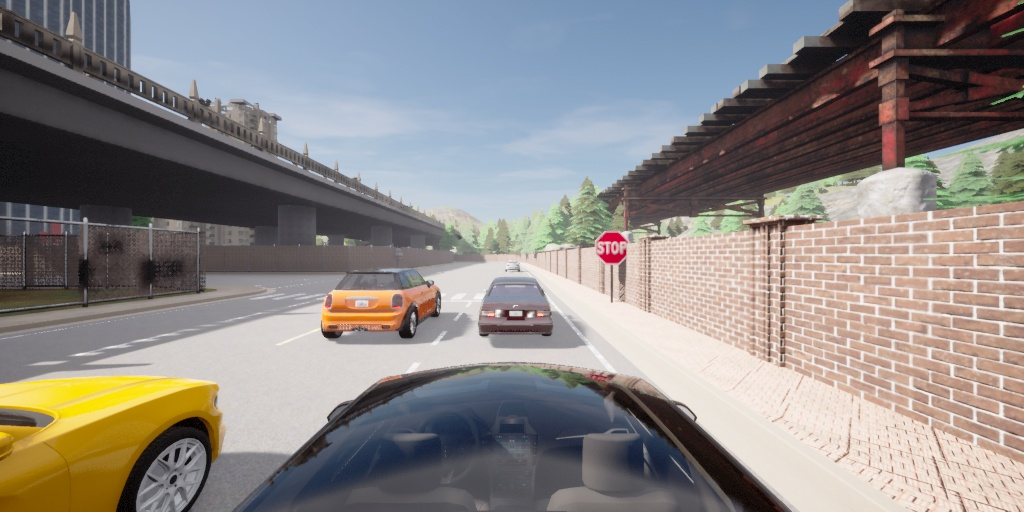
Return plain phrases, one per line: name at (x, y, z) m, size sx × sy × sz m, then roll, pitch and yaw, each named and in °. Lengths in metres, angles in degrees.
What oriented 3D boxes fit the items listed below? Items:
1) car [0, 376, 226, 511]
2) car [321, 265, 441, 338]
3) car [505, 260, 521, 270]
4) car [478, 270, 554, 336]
car at (-3.396, 1.228, 1.025) m, size 1.882 × 1.535 × 5.008 m, roll 0°, pitch 0°, yaw 0°
car at (-3.419, 1.102, 10.283) m, size 2.097 × 1.767 × 4.553 m, roll 0°, pitch 0°, yaw 0°
car at (0.083, 1.276, 46.187) m, size 1.812 × 1.442 × 4.674 m, roll 0°, pitch 0°, yaw -1°
car at (0.082, 1.297, 10.304) m, size 2.033 × 1.411 × 5.357 m, roll 0°, pitch 0°, yaw 0°
